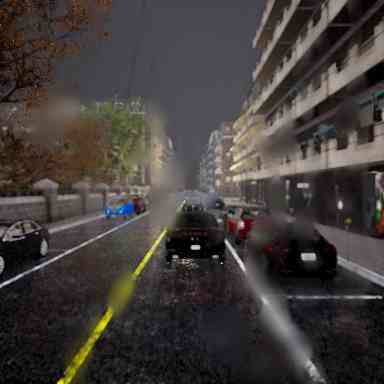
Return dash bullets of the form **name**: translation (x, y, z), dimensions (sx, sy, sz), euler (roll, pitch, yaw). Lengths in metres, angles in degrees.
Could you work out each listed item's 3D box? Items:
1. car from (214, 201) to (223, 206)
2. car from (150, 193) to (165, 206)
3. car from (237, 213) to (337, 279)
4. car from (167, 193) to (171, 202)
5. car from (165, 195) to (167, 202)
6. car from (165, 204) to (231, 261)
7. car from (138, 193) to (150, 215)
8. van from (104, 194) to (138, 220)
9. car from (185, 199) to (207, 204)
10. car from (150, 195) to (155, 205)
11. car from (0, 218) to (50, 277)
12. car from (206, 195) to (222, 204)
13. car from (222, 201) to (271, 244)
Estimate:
- **car**: translation (2.687, 1.463, 20.807), dimensions (1.947, 1.339, 4.313), euler (0, 0, 0)
- **car**: translation (-5.694, 1.079, 48.481), dimensions (2.192, 1.841, 5.009), euler (0, 0, 0)
- **car**: translation (2.687, 1.517, 9.737), dimensions (1.947, 1.339, 4.313), euler (0, 0, 0)
- **car**: translation (-5.692, 1.270, 65.087), dimensions (1.802, 1.307, 4.206), euler (0, 0, 0)
- **car**: translation (-5.692, 1.304, 54.017), dimensions (1.947, 1.339, 4.313), euler (0, 0, 0)
- **car**: translation (0.100, 1.417, 12.059), dimensions (1.882, 1.535, 5.008), euler (0, 1, 0)
- **car**: translation (-5.695, 1.158, 31.875), dimensions (2.192, 1.841, 5.009), euler (0, 0, 0)
- **van**: translation (-5.695, 1.211, 26.339), dimensions (1.690, 1.788, 3.998), euler (0, 0, 0)
- **car**: translation (0.100, 1.449, 30.875), dimensions (1.895, 1.301, 4.718), euler (0, 0, 0)
- **car**: translation (-5.693, 1.367, 37.411), dimensions (2.008, 1.369, 4.403), euler (0, 0, 0)
- **car**: translation (-5.693, 1.501, 9.736), dimensions (2.008, 1.369, 4.403), euler (0, 0, 0)
- **car**: translation (2.687, 1.383, 37.412), dimensions (1.947, 1.339, 4.313), euler (0, 0, 0)
- **car**: translation (2.686, 1.364, 15.271), dimensions (1.967, 1.590, 4.097), euler (0, 0, 0)
